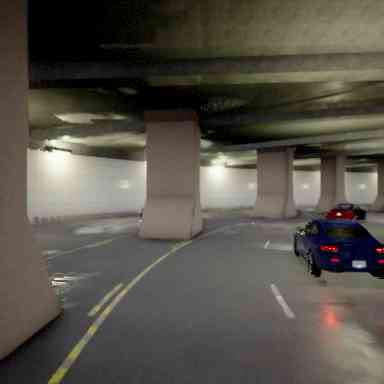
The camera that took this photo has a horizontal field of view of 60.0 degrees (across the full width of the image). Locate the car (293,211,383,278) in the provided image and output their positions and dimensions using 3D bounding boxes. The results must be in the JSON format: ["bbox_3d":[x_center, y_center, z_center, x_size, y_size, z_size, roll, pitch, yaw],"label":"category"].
[{"bbox_3d":[4.271,1.519,10.077,1.812,1.442,4.674,0,0,9],"label":"car"}]

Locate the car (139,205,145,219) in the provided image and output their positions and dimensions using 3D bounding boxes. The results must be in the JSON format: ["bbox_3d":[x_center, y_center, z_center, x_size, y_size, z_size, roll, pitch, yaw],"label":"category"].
[{"bbox_3d":[-1.550,1.207,24.899,2.150,2.045,5.566,0,0,30],"label":"car"}]

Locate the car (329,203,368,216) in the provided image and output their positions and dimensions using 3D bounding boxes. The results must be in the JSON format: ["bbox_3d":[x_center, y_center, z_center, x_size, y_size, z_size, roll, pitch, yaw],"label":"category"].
[{"bbox_3d":[11.748,1.549,25.052,1.994,1.385,4.181,0,0,42],"label":"car"}]
